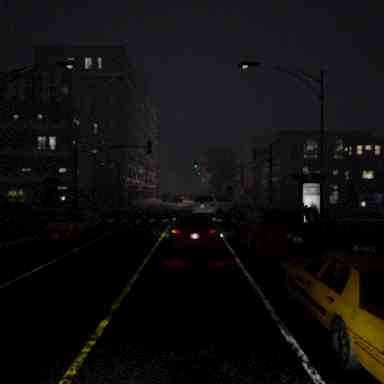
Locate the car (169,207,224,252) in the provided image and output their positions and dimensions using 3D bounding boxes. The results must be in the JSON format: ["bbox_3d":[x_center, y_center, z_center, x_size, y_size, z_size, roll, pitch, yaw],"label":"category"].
[{"bbox_3d":[0.101,1.558,13.936,1.994,1.385,4.181,0,0,0],"label":"car"}]

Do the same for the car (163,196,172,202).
[{"bbox_3d":[-5.687,1.621,77.125,1.802,1.307,4.206,0,0,0],"label":"car"}]

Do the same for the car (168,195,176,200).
[{"bbox_3d":[-5.686,1.626,94.215,2.008,1.369,4.403,0,0,0],"label":"car"}]

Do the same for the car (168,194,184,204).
[{"bbox_3d":[-3.002,1.376,65.971,2.097,1.767,4.553,0,0,0],"label":"car"}]

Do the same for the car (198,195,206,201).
[{"bbox_3d":[2.694,1.503,88.517,1.967,1.590,4.097,0,0,0],"label":"car"}]

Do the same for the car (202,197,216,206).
[{"bbox_3d":[2.693,1.559,54.336,2.008,1.369,4.403,0,0,0],"label":"car"}]

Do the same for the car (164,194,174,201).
[{"bbox_3d":[-5.687,1.365,82.822,2.192,1.841,5.009,0,0,0],"label":"car"}]

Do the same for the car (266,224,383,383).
[{"bbox_3d":[2.691,1.524,5.475,1.752,1.417,4.829,0,0,0],"label":"car"}]

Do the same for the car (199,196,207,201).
[{"bbox_3d":[2.694,1.601,82.820,2.008,1.369,4.403,0,0,0],"label":"car"}]

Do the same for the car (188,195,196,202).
[{"bbox_3d":[0.005,1.515,81.108,1.882,1.535,5.008,0,0,0],"label":"car"}]

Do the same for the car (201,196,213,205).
[{"bbox_3d":[2.693,1.456,60.033,1.967,1.590,4.097,0,0,0],"label":"car"}]

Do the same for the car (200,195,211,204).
[{"bbox_3d":[2.693,1.463,65.729,1.967,1.590,4.097,0,0,0],"label":"car"}]

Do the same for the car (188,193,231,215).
[{"bbox_3d":[2.060,1.214,29.643,2.150,2.045,5.566,-1,0,26],"label":"car"}]

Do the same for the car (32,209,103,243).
[{"bbox_3d":[-5.690,1.518,16.216,1.752,1.417,4.829,0,0,0],"label":"car"}]

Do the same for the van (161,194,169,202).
[{"bbox_3d":[-5.688,1.371,71.428,1.690,1.788,3.998,0,0,0],"label":"van"}]

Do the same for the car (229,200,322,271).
[{"bbox_3d":[2.692,1.311,10.844,2.192,1.841,5.009,0,0,0],"label":"car"}]

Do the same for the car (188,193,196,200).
[{"bbox_3d":[0.006,1.206,91.556,2.150,2.045,5.566,0,0,0],"label":"car"}]

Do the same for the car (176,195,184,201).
[{"bbox_3d":[-2.995,1.553,82.264,1.812,1.442,4.674,0,0,0],"label":"car"}]

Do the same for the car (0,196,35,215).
[{"bbox_3d":[-17.271,1.250,30.619,5.009,1.841,2.192,0,0,0],"label":"car"}]
